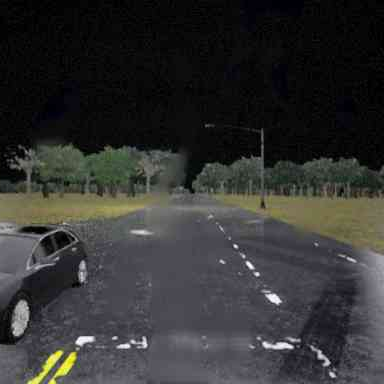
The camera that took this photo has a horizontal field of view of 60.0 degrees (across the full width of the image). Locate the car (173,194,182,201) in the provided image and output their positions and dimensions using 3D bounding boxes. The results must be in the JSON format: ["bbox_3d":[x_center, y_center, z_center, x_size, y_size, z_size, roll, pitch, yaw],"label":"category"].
[{"bbox_3d":[-3.386,1.226,76.145,1.837,1.490,4.892,0,0,1],"label":"car"}]

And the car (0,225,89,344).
[{"bbox_3d":[-3.483,1.500,6.483,1.837,1.490,4.892,0,1,0],"label":"car"}]
